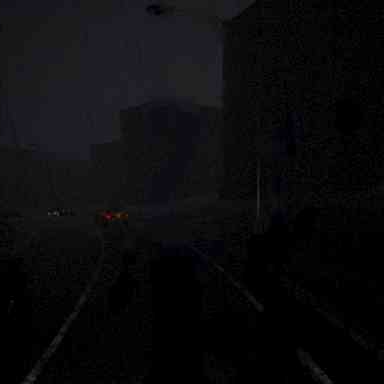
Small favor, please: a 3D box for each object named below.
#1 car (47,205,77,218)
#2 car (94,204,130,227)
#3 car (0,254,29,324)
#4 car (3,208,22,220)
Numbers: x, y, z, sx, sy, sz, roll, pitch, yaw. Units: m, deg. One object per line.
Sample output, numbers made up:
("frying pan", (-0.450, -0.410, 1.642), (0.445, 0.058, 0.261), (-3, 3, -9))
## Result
("car", (-15.442, 2.260, 39.206), (2.033, 1.411, 5.357), (-3, -1, -41))
("car", (-6.102, 1.658, 24.947), (1.801, 1.575, 5.366), (-2, -1, -25))
("car", (-3.984, 1.568, 4.363), (2.033, 1.411, 5.357), (0, 0, -5))
("car", (-22.934, 2.727, 41.524), (4.181, 1.385, 1.994), (-4, -1, 42))
